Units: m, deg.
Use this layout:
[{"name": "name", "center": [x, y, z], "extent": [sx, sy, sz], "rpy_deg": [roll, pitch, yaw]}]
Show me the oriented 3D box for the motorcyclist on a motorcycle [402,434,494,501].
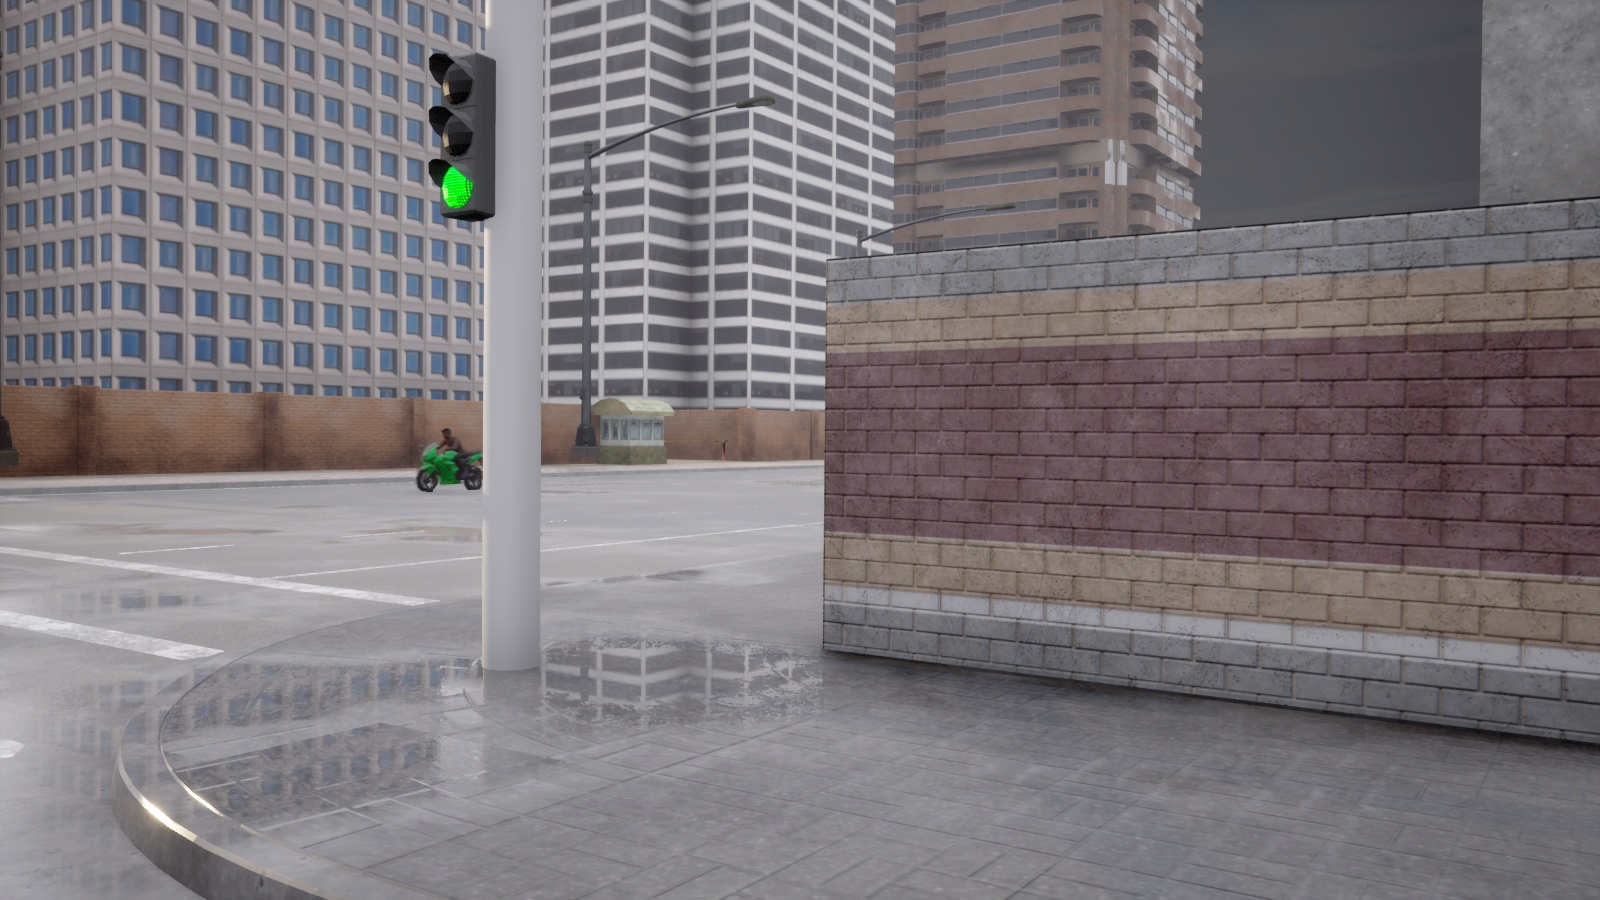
[{"name": "motorcyclist on a motorcycle", "center": [-8.289, 0.383, 29.689], "extent": [0.797, 1.523, 2.044], "rpy_deg": [0, 1, 34]}]
